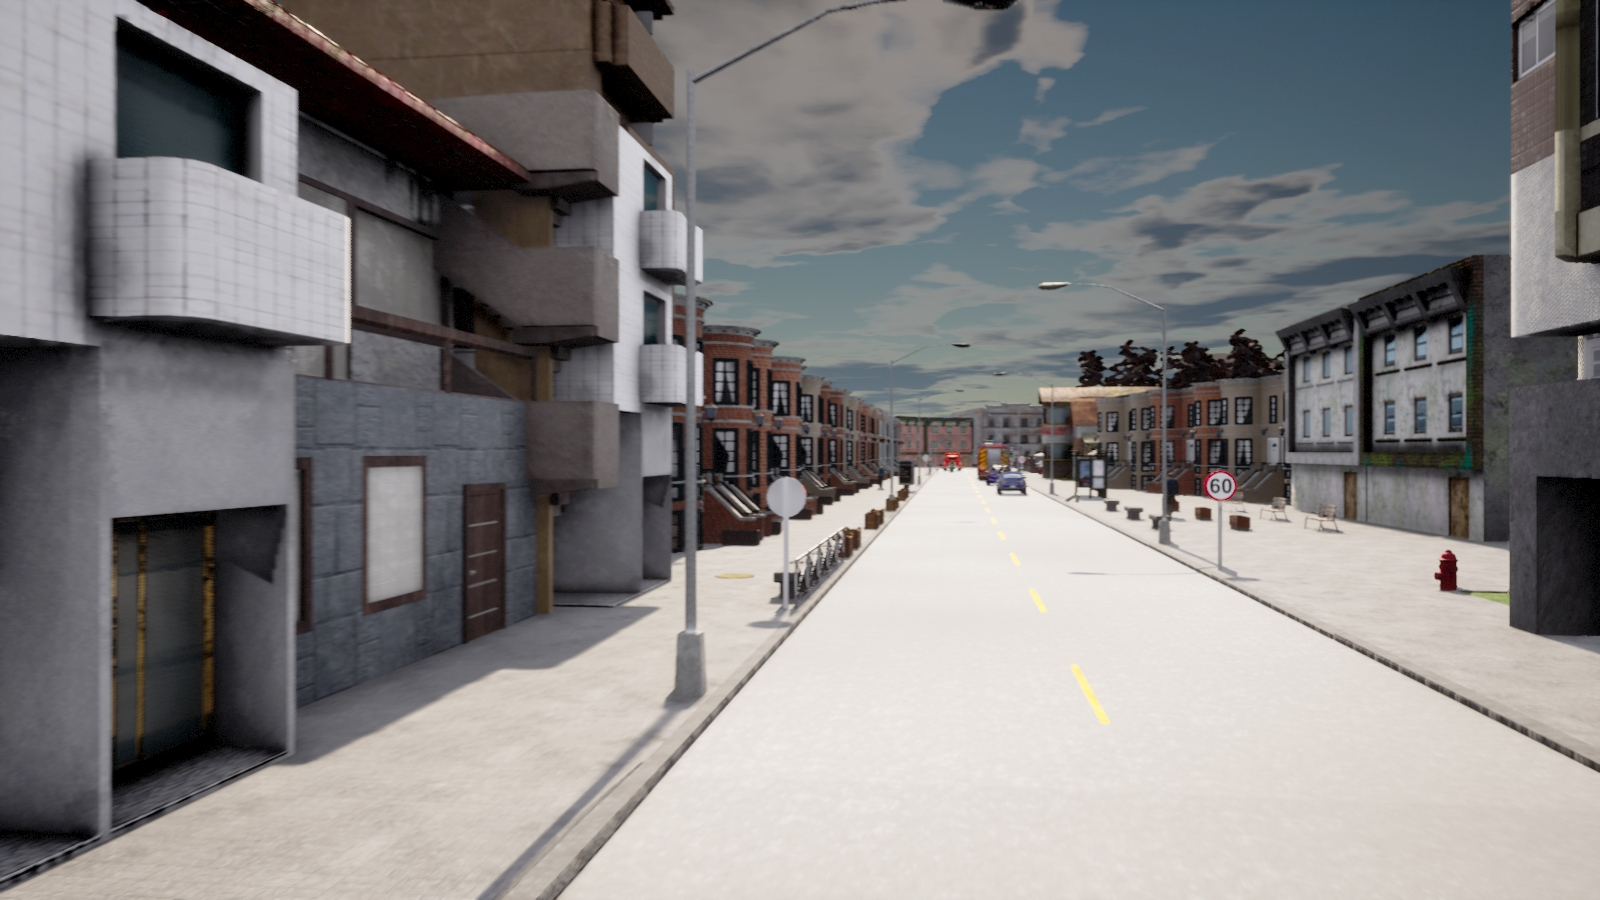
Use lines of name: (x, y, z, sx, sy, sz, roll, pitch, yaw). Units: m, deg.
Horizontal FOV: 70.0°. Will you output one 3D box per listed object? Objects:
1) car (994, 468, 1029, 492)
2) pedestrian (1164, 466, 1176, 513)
car: (13.772, 1.922, 74.476, 2.002, 1.442, 4.674, 0, 0, 8)
pedestrian: (14.718, 1.565, 45.427, 0.375, 1.860, 0.375, 0, 0, 4)
